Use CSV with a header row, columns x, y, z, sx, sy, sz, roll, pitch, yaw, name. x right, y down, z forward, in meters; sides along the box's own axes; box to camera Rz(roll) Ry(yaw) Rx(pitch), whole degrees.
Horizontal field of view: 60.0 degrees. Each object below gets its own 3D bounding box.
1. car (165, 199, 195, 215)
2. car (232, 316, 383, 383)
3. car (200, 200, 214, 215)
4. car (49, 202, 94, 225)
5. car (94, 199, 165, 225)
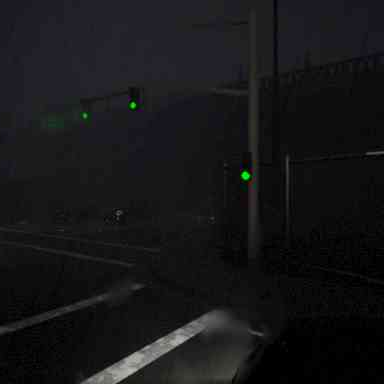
x,y,z,sx,sy,sz,roll,pitch,yaw,name
-1.698,1.531,34.459,1.882,1.535,5.008,0,0,35,car
2.855,1.547,1.931,5.357,1.411,2.033,0,0,36,car
2.725,1.531,34.636,1.882,1.535,5.008,0,0,35,car
-8.269,1.531,25.219,1.882,1.535,5.008,0,0,35,car
-4.483,1.405,24.501,2.097,1.767,4.553,0,0,35,car
